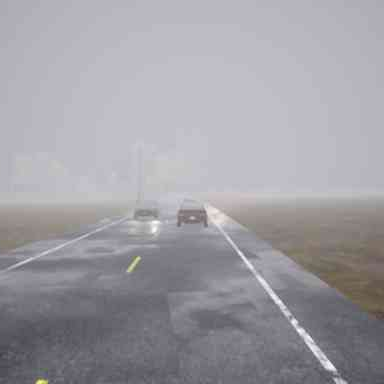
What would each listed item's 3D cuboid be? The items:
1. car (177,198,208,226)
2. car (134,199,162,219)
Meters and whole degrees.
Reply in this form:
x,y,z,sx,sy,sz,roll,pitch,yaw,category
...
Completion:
x,y,z,sx,sy,sz,roll,pitch,yaw,category
0.008,1.384,22.294,1.882,1.535,5.008,0,0,0,car
-3.649,1.364,27.947,1.882,1.535,5.008,0,0,0,car
